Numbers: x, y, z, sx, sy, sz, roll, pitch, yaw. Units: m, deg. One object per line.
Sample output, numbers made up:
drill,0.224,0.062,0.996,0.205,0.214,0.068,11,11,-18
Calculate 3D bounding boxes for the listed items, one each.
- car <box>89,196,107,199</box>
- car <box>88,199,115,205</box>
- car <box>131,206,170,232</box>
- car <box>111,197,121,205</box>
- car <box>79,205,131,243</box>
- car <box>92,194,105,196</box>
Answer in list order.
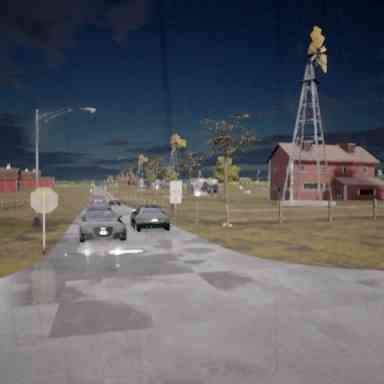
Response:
car,-10.197,1.479,36.111,2.128,1.511,4.902,0,0,-16
car,-7.317,1.521,26.078,1.994,1.385,4.181,0,0,-16
car,-2.607,1.527,20.193,1.994,1.385,4.181,0,0,-16
car,-13.201,1.665,56.777,1.812,1.442,4.674,0,-1,-16
car,-4.300,1.518,15.783,1.994,1.385,4.181,0,0,-18
car,-12.984,1.267,46.042,2.150,2.045,5.566,0,0,-16
